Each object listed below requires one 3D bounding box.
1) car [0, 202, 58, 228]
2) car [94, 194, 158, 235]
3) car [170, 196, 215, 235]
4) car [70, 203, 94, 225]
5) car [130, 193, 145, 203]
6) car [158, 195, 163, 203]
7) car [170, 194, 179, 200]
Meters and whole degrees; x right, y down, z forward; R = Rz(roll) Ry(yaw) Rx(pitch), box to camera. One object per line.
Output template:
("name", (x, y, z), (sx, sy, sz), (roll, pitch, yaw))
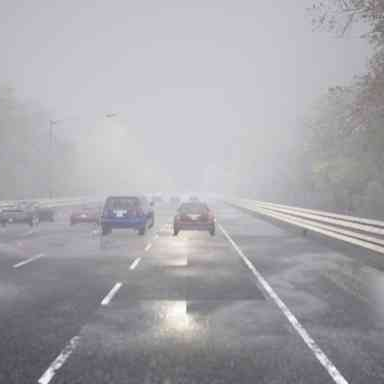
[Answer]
("car", (-10.381, 1.406, 21.536), (2.128, 1.511, 4.902), (0, 0, 0))
("car", (-3.389, 1.148, 18.317), (2.150, 2.045, 5.566), (0, 0, 0))
("car", (0.111, 1.276, 18.410), (2.097, 1.767, 4.553), (0, 0, 0))
("car", (-6.877, 1.471, 23.095), (1.994, 1.385, 4.181), (0, 0, 0))
("car", (-10.139, 1.111, 62.418), (2.097, 1.767, 4.553), (0, 0, 0))
("car", (-6.629, 1.230, 63.653), (1.882, 1.535, 5.008), (0, 0, 0))
("car", (-3.127, 1.228, 63.981), (1.882, 1.535, 5.008), (0, 0, 0))
